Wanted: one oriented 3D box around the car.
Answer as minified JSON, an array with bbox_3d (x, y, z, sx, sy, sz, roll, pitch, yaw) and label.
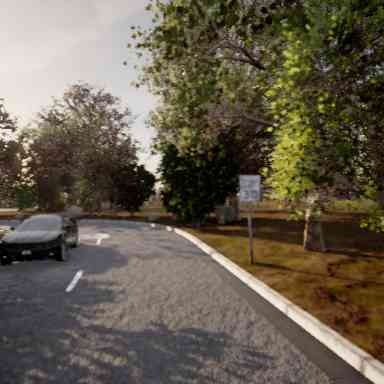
[{"bbox_3d":[-5.525,1.599,12.599,1.882,1.535,5.008,-1,0,-11],"label":"car"}]
